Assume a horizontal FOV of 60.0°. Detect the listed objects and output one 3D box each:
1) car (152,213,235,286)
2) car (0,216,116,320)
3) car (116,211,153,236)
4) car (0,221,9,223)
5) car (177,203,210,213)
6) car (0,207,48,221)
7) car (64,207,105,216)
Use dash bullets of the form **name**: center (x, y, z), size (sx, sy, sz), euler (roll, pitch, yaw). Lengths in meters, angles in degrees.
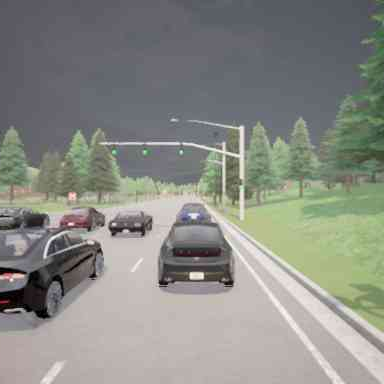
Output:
- **car**: center (0.103, 1.572, 9.589), size (1.837, 1.490, 4.892), euler (0, 0, 0)
- **car**: center (-3.397, 1.544, 7.426), size (2.128, 1.511, 4.902), euler (0, 0, 0)
- **car**: center (-3.390, 1.734, 19.343), size (1.895, 1.301, 4.718), euler (0, 0, 0)
- **car**: center (-6.895, 1.661, 8.611), size (1.895, 1.301, 4.718), euler (0, 0, 0)
- **car**: center (0.110, 1.500, 21.692), size (2.097, 1.767, 4.553), euler (0, -1, 0)
- **car**: center (-10.391, 1.632, 20.153), size (2.128, 1.511, 4.902), euler (0, 0, 0)
- **car**: center (-6.892, 1.672, 21.294), size (1.812, 1.442, 4.674), euler (0, 0, 0)
